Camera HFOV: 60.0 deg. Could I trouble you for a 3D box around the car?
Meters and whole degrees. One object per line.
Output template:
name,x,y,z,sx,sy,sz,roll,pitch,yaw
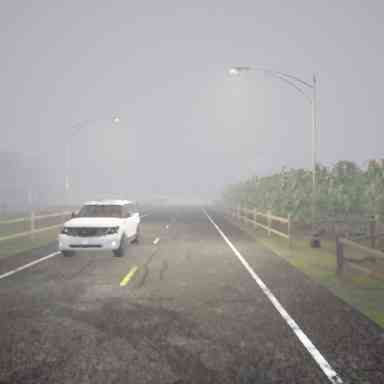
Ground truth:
car,-3.523,1.357,13.830,2.150,2.045,5.566,0,-1,0
